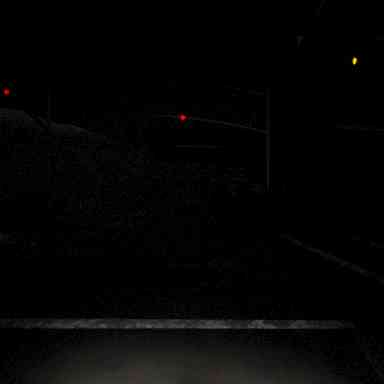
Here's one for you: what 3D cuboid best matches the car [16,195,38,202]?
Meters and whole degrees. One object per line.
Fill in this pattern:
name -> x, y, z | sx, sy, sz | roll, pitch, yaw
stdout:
car -> -35.171, 1.384, 70.870 | 3.806, 1.475, 1.970 | 0, 0, -1

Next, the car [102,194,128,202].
car -> -16.505, 1.330, 70.852 | 5.027, 1.636, 2.152 | 0, 0, -1

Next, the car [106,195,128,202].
car -> -16.579, 1.339, 73.988 | 4.514, 1.523, 2.007 | 0, 0, -1

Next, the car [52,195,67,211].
car -> -16.218, 1.361, 36.595 | 3.806, 1.475, 1.970 | 0, 0, -1

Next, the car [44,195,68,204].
car -> -24.097, 1.319, 58.953 | 3.633, 1.501, 1.845 | 0, 0, -1

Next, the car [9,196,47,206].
car -> -24.071, 1.298, 48.960 | 4.514, 1.523, 2.007 | 0, 0, -1

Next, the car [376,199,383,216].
car -> 17.197, 1.480, 32.953 | 2.242, 1.667, 4.611 | 0, 0, -1

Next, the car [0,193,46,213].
car -> -16.806, 1.077, 33.267 | 3.866, 1.878, 1.905 | 0, 0, -1
